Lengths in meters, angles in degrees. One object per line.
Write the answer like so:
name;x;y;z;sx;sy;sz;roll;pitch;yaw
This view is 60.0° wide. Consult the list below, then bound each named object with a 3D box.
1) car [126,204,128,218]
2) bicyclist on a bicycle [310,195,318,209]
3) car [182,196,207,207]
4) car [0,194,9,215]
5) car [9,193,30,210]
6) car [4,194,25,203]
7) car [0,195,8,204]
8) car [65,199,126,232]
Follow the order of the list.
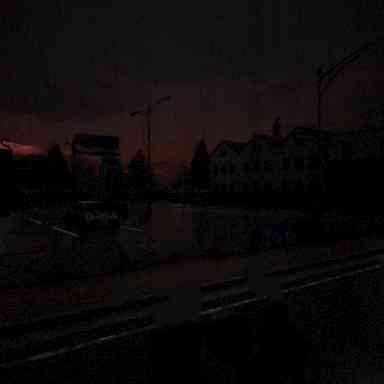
car;-6.518;1.313;25.704;2.007;1.523;4.514;0;0;-36
bicyclist on a bicycle;13.588;1.124;36.788;1.656;1.620;0.582;0;0;-35
car;0.370;1.349;48.808;1.812;1.442;4.674;0;0;-36
car;-17.993;1.113;29.794;1.932;1.855;4.605;0;0;-36
car;-19.907;1.092;38.103;1.905;1.878;3.866;0;0;-36
car;-39.054;1.328;73.179;3.866;1.878;1.905;0;0;-36
car;-39.279;1.495;66.051;4.611;1.667;2.242;0;0;-36
car;-5.386;1.248;17.842;1.970;1.475;3.806;0;0;-36
